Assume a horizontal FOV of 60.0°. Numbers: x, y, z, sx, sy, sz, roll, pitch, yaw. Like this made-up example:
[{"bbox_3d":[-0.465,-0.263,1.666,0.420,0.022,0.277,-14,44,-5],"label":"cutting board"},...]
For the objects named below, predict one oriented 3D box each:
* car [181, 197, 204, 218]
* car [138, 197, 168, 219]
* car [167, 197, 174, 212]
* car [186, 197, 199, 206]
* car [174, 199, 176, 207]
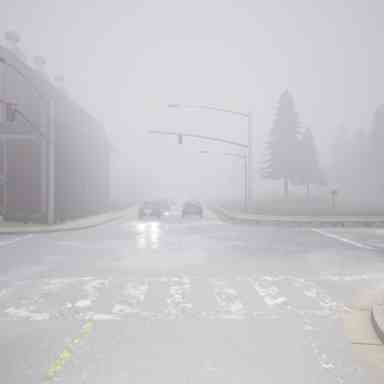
[{"bbox_3d":[0.024,1.492,30.452,2.128,1.511,4.902,0,0,0],"label":"car"},{"bbox_3d":[-3.577,1.492,29.636,2.128,1.511,4.902,0,0,0],"label":"car"},{"bbox_3d":[-3.567,1.505,39.801,1.837,1.490,4.892,0,0,0],"label":"car"},{"bbox_3d":[0.044,1.547,55.918,2.033,1.411,5.357,0,0,0],"label":"car"},{"bbox_3d":[-3.543,1.526,52.392,1.812,1.442,4.674,0,0,0],"label":"car"}]
